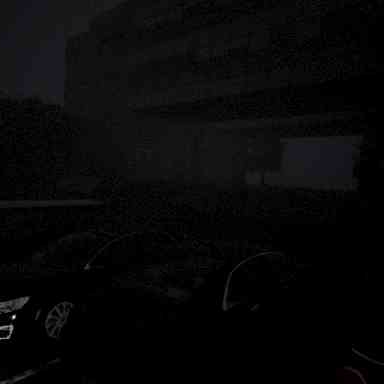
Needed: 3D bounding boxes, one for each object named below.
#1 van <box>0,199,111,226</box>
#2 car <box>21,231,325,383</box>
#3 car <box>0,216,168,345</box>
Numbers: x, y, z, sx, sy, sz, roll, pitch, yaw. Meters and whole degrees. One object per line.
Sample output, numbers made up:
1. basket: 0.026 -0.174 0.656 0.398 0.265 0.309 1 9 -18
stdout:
1. van: -4.084 1.182 8.050 1.878 1.987 4.442 1 0 35
2. car: 0.527 1.460 4.897 2.231 1.521 4.892 1 0 35
3. car: -1.740 1.434 6.529 2.231 1.521 4.892 1 0 36
